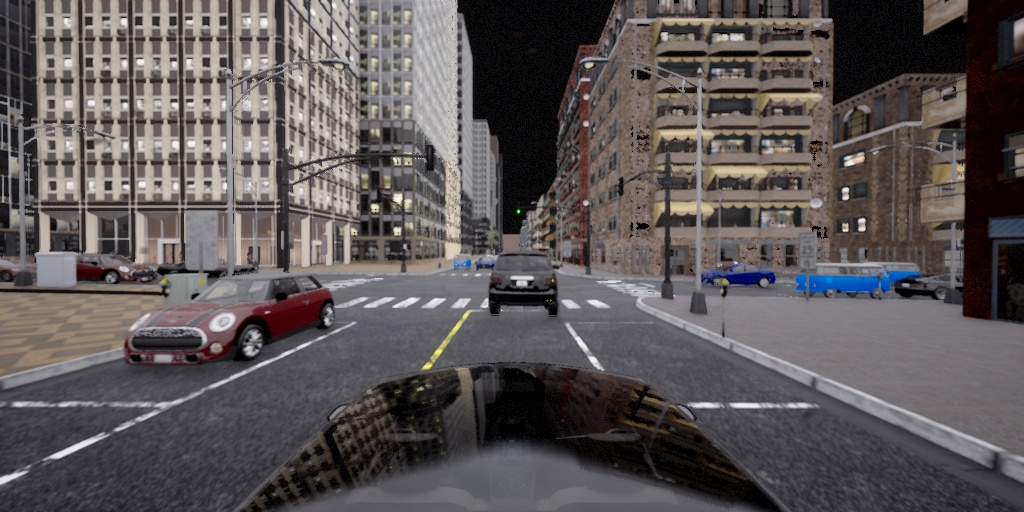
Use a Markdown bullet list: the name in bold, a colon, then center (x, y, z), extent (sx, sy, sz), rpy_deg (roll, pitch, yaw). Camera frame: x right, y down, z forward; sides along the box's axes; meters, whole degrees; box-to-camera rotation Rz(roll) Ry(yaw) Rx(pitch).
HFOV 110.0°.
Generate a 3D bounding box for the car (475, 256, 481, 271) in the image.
- **car**: center (-2.931, 0.801, 40.095), extent (1.882, 1.535, 5.008), rpy_deg (0, 1, 0)

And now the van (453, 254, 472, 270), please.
- **van**: center (-5.533, 0.663, 40.300), extent (1.690, 1.789, 3.998), rpy_deg (0, 0, 0)

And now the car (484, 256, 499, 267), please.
- **car**: center (-2.874, 0.726, 51.591), extent (1.812, 1.442, 4.674), rpy_deg (0, 1, 1)

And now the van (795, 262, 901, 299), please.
- **van**: center (16.980, 1.261, 18.455), extent (3.998, 1.789, 1.690), rpy_deg (0, 0, 0)

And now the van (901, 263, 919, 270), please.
- **van**: center (28.022, 1.362, 26.955), extent (3.998, 1.789, 1.690), rpy_deg (0, 0, 0)

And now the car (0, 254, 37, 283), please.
- **car**: center (-26.653, 0.666, 18.664), extent (4.207, 1.307, 1.802), rpy_deg (0, 0, 0)

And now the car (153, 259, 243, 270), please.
- **car**: center (-17.782, 0.821, 21.231), extent (4.718, 1.301, 1.895), rpy_deg (1, 1, 0)

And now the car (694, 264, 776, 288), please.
- **car**: center (15.066, 1.285, 24.374), extent (5.008, 1.535, 1.882), rpy_deg (1, 1, 0)

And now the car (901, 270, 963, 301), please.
- **car**: center (22.520, 1.590, 18.616), extent (4.313, 1.339, 1.948), rpy_deg (0, 0, 0)

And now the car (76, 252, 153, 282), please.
- **car**: center (-21.079, 0.631, 18.655), extent (4.097, 1.591, 1.967), rpy_deg (0, 0, 0)

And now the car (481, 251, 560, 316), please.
- **car**: center (0.530, 0.853, 12.864), extent (2.150, 2.045, 5.566), rpy_deg (0, 0, 5)

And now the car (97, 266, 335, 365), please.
- **car**: center (-5.667, 1.121, 7.829), extent (1.967, 1.591, 4.097), rpy_deg (0, 0, 0)
